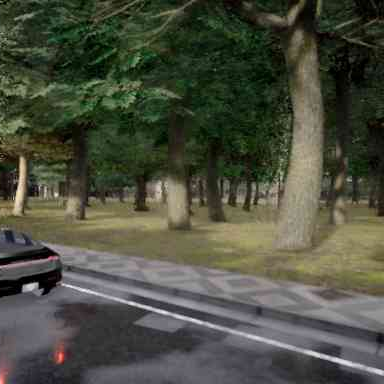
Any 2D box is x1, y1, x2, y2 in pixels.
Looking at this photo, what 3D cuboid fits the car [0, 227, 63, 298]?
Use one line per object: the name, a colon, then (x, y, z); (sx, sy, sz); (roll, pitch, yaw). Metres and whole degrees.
car: (-4.945, 1.543, 7.556); (4.902, 1.511, 2.128); (0, -1, 36)
